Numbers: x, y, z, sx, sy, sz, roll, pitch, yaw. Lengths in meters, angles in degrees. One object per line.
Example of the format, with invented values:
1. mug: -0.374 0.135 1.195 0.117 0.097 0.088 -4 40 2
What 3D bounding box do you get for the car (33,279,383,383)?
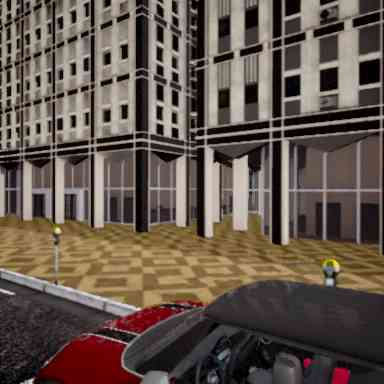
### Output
1. car: 0.576 1.435 2.468 4.097 1.590 1.967 0 0 35
